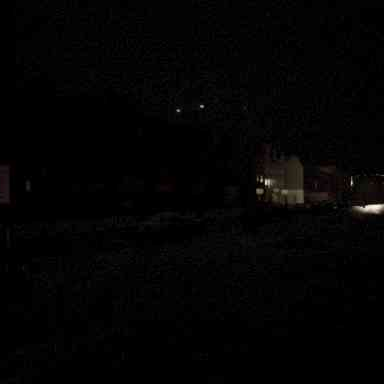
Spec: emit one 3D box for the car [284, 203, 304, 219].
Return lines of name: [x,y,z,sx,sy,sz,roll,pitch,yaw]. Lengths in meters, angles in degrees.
car: [8.627,1.777,30.941,2.008,1.369,4.403,-1,-1,35]

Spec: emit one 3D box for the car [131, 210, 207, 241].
car: [-0.999,1.633,17.285,1.752,1.417,4.829,-1,-1,35]

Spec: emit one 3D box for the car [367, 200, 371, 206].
car: [34.556,2.245,67.725,1.887,1.381,4.507,-2,-2,35]

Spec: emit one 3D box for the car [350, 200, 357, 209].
car: [24.833,2.047,53.931,2.008,1.369,4.403,-2,-2,35]

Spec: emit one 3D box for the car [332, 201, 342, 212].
car: [18.349,1.818,44.737,1.967,1.590,4.097,-1,-1,35]

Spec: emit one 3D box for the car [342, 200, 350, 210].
car: [21.592,1.986,49.333,2.008,1.369,4.403,-1,-1,35]

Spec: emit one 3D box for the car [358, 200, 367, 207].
car: [31.316,2.180,63.128,2.008,1.369,4.403,-2,-2,35]

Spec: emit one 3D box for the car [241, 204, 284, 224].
car: [5.386,1.749,26.342,1.947,1.339,4.313,-1,-1,35]

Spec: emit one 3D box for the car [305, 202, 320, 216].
car: [11.868,1.855,35.538,1.802,1.307,4.206,-1,-1,35]

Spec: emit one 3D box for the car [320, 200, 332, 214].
car: [15.109,1.868,40.137,1.887,1.381,4.507,-1,-1,35]

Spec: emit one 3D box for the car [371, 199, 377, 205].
car: [44.279,2.493,81.517,2.008,1.369,4.403,-2,-2,35]
